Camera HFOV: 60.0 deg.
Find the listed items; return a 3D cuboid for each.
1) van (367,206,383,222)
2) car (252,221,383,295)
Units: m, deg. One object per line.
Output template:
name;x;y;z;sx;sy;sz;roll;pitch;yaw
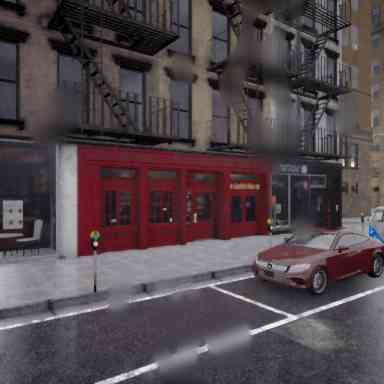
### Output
van;7.832;1.340;11.747;3.998;1.788;1.690;0;0;-35
car;3.424;1.581;8.618;4.206;1.307;1.802;0;0;-35
